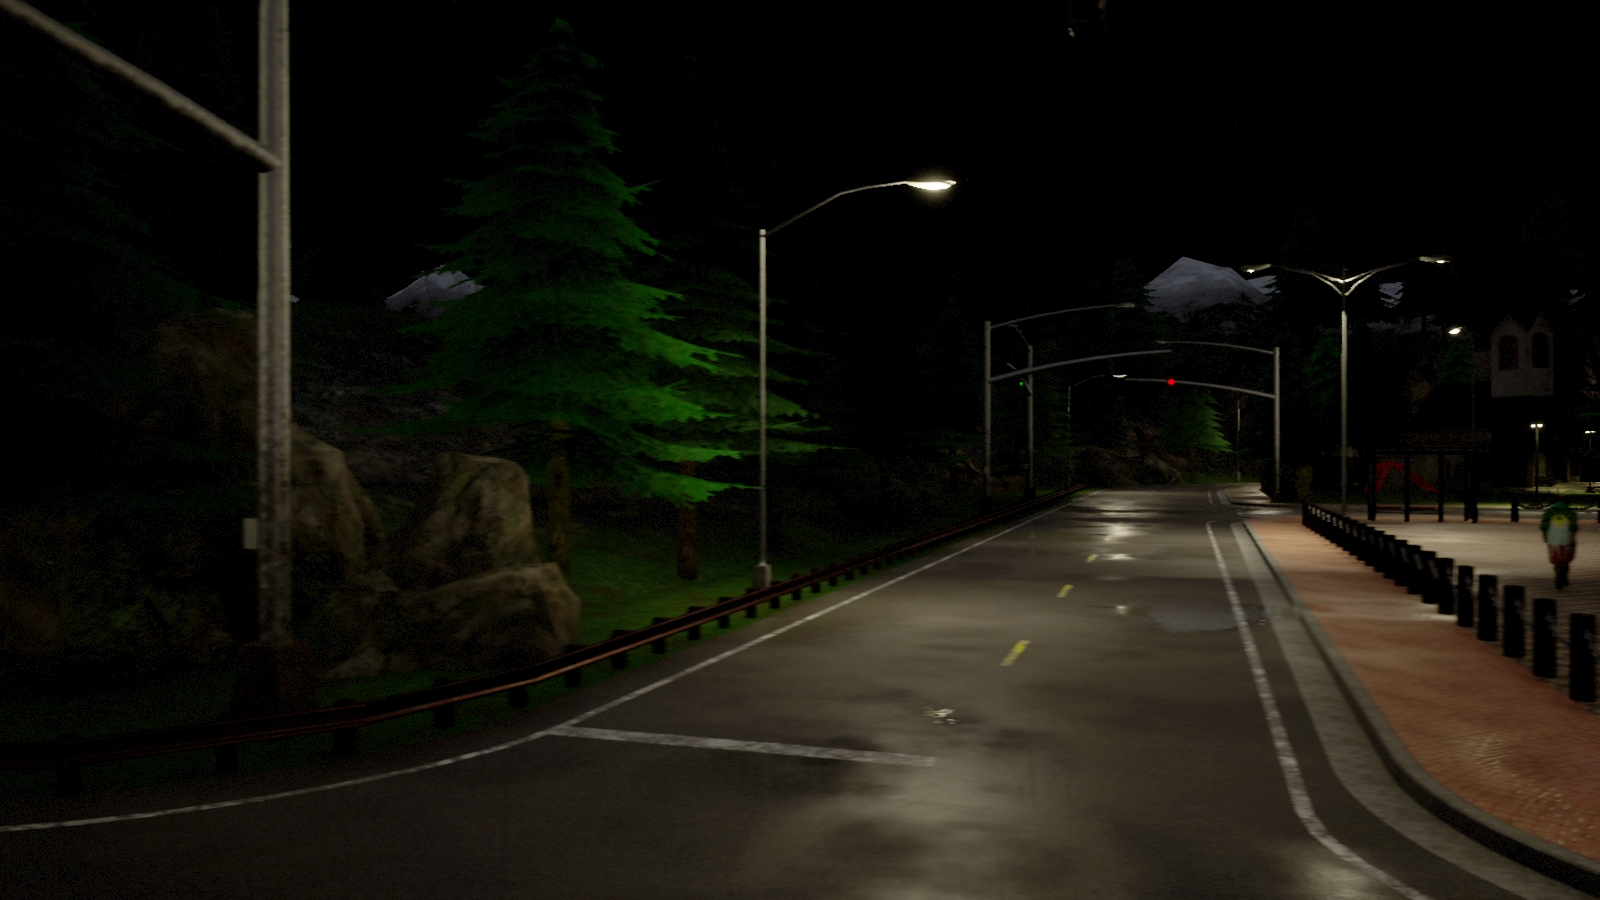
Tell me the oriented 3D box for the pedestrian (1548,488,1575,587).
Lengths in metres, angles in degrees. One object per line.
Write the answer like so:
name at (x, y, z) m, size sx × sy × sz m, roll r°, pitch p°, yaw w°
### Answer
pedestrian at (14.575, 1.669, 21.865) m, size 0.375 × 1.860 × 0.375 m, roll 0°, pitch 0°, yaw 40°
